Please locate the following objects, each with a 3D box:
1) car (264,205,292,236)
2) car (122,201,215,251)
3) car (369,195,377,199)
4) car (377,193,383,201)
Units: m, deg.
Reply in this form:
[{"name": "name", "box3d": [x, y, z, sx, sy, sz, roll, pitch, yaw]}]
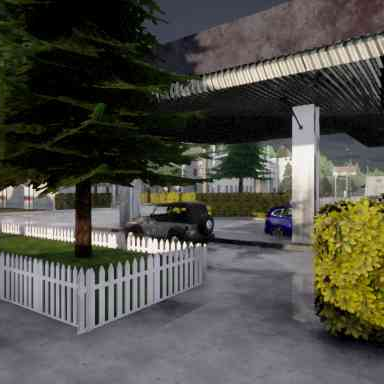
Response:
[{"name": "car", "box3d": [5.854, 1.480, 15.962, 4.611, 1.667, 2.242, 0, 0, 35]}, {"name": "car", "box3d": [-0.947, 1.313, 13.813, 3.866, 1.878, 1.905, 0, 0, 35]}, {"name": "car", "box3d": [33.073, 1.298, 60.237, 2.007, 1.523, 4.514, 0, 0, 35]}, {"name": "car", "box3d": [25.808, 1.077, 43.496, 1.905, 1.878, 3.866, 0, 0, 35]}]
